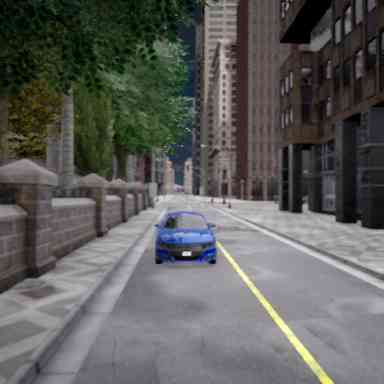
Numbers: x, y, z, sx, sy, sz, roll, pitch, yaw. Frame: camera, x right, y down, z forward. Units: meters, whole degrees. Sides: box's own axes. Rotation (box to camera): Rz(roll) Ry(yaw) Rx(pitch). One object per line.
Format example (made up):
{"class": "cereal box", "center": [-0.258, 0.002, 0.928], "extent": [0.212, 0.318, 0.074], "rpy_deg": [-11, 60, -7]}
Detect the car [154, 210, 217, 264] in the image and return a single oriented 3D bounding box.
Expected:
{"class": "car", "center": [-0.259, 1.445, 11.825], "extent": [1.882, 1.535, 5.008], "rpy_deg": [0, 0, -3]}

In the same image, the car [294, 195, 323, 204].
{"class": "car", "center": [23.125, 1.467, 66.015], "extent": [5.009, 1.841, 2.192], "rpy_deg": [0, -1, -3]}

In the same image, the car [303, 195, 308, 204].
{"class": "car", "center": [18.066, 1.393, 57.259], "extent": [4.097, 1.590, 1.967], "rpy_deg": [0, -1, -3]}
